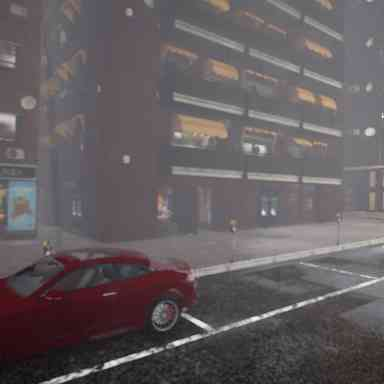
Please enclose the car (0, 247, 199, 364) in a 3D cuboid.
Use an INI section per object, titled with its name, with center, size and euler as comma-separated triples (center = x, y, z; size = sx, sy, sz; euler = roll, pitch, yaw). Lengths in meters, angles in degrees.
[car]
center = -1.820, 1.583, 5.205
size = 4.206, 1.307, 1.802
euler = 0, 1, -36
